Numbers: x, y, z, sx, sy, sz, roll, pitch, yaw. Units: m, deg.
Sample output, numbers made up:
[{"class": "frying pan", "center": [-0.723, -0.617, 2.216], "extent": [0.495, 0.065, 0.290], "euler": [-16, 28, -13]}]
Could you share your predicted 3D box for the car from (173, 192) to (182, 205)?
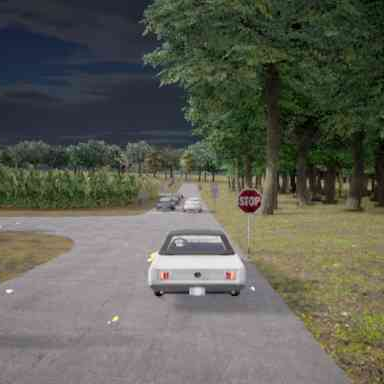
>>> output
[{"class": "car", "center": [-2.846, 1.149, 47.003], "extent": [1.994, 1.385, 4.181], "euler": [0, 1, 0]}]

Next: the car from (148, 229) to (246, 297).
[{"class": "car", "center": [0.101, 1.589, 8.523], "extent": [1.895, 1.301, 4.718], "euler": [0, 0, 0]}]

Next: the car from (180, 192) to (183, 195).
[{"class": "car", "center": [-2.835, 0.946, 57.104], "extent": [1.895, 1.301, 4.718], "euler": [0, 1, 0]}]

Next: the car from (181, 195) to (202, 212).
[{"class": "car", "center": [0.071, 1.316, 35.845], "extent": [1.812, 1.442, 4.674], "euler": [0, 1, 1]}]

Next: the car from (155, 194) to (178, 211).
[{"class": "car", "center": [-2.849, 1.298, 36.934], "extent": [1.812, 1.442, 4.674], "euler": [0, 1, 0]}]

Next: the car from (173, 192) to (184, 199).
[{"class": "car", "center": [-2.775, 0.662, 67.193], "extent": [1.994, 1.385, 4.181], "euler": [0, 1, 1]}]
